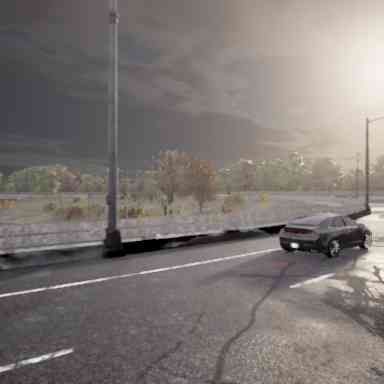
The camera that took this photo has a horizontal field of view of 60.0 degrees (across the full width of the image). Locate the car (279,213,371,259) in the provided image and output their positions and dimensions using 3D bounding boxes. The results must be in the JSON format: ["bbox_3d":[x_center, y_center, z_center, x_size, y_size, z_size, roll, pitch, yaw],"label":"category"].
[{"bbox_3d":[5.325,1.578,13.035,4.892,1.490,1.837,0,0,-42],"label":"car"}]
